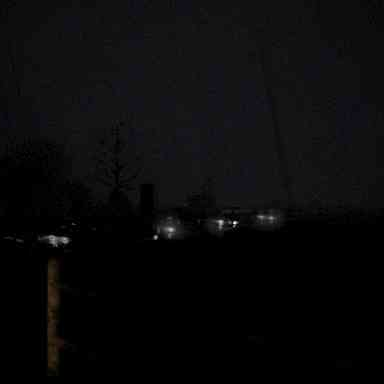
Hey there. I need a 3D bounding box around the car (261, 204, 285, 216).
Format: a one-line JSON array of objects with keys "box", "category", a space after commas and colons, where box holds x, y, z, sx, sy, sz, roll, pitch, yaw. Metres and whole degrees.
[{"box": [10.755, 2.391, 43.942, 1.837, 1.490, 4.892, 1, -1, 36], "category": "car"}]

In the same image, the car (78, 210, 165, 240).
[{"box": [-3.788, 1.872, 18.419, 1.994, 1.385, 4.181, 1, -1, 35], "category": "car"}]

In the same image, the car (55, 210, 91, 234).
[{"box": [-6.117, 1.834, 20.349, 1.994, 1.385, 4.181, 1, -1, 35], "category": "car"}]

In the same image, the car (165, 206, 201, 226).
[{"box": [-0.934, 1.966, 27.612, 1.837, 1.490, 4.892, 1, -1, 35], "category": "car"}]

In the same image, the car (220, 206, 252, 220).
[{"box": [4.822, 2.197, 35.678, 1.812, 1.442, 4.674, 1, -1, 35], "category": "car"}]
